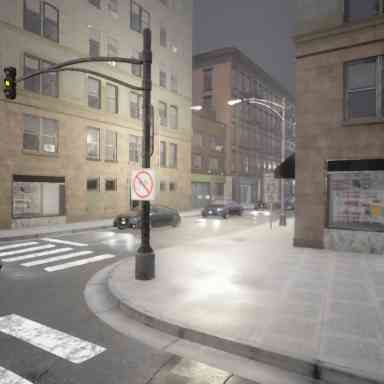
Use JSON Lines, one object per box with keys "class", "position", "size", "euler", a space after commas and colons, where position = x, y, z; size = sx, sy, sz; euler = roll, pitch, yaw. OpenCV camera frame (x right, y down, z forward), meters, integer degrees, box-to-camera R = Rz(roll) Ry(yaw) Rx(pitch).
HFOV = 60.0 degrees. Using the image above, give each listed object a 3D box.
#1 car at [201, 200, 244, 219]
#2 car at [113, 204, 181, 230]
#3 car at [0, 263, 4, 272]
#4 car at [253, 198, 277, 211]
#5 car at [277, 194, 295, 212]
{"class": "car", "position": [2.462, 1.297, 26.277], "size": [1.994, 1.385, 4.181], "euler": [1, 1, 34]}
{"class": "car", "position": [-2.452, 1.388, 18.910], "size": [1.994, 1.385, 4.181], "euler": [1, 1, 34]}
{"class": "car", "position": [-6.847, 1.541, 6.579], "size": [2.033, 1.411, 5.357], "euler": [0, 0, 34]}
{"class": "car", "position": [7.962, 1.191, 34.503], "size": [1.994, 1.385, 4.181], "euler": [1, 1, 34]}
{"class": "car", "position": [10.090, 1.201, 31.943], "size": [1.812, 1.442, 4.674], "euler": [1, 1, 34]}
